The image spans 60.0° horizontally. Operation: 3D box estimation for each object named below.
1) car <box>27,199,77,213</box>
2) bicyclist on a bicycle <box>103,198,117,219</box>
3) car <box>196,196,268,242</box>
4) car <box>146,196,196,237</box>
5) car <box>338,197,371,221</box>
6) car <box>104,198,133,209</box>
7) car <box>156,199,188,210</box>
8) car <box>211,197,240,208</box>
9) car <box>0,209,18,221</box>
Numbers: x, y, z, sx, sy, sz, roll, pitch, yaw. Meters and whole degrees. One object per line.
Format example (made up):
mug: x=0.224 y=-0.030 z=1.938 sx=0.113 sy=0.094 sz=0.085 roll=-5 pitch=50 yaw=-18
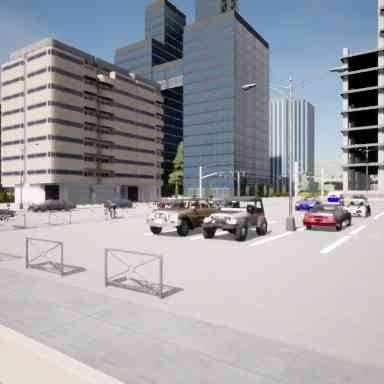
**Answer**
car: x=-15.914 y=1.547 z=38.151 sx=2.033 sy=1.411 sz=5.357 roll=0 pitch=0 yaw=34
bicyclist on a bicycle: x=-6.480 y=1.302 z=26.203 sx=1.656 sy=1.620 sz=0.582 roll=0 pitch=0 yaw=34
car: x=2.133 y=1.156 z=15.590 sx=1.905 sy=1.878 sz=3.866 roll=0 pitch=0 yaw=34
car: x=-0.237 y=1.153 z=17.252 sx=1.932 sy=1.855 sz=4.605 roll=0 pitch=0 yaw=34
car: x=14.136 y=1.395 z=28.564 sx=1.970 sy=1.475 sz=3.806 roll=0 pitch=0 yaw=34
car: x=-10.288 y=1.564 z=46.524 sx=1.994 sy=1.385 sz=4.181 roll=0 pitch=0 yaw=35
car: x=-2.622 y=1.601 z=45.078 sx=1.895 sy=1.301 sz=4.718 roll=0 pitch=0 yaw=34
car: x=5.175 y=1.547 z=50.448 sx=2.033 sy=1.411 sz=5.357 roll=0 pitch=0 yaw=33
car: x=-16.087 y=1.547 z=24.931 sx=2.033 sy=1.411 sz=5.357 roll=0 pitch=0 yaw=34
